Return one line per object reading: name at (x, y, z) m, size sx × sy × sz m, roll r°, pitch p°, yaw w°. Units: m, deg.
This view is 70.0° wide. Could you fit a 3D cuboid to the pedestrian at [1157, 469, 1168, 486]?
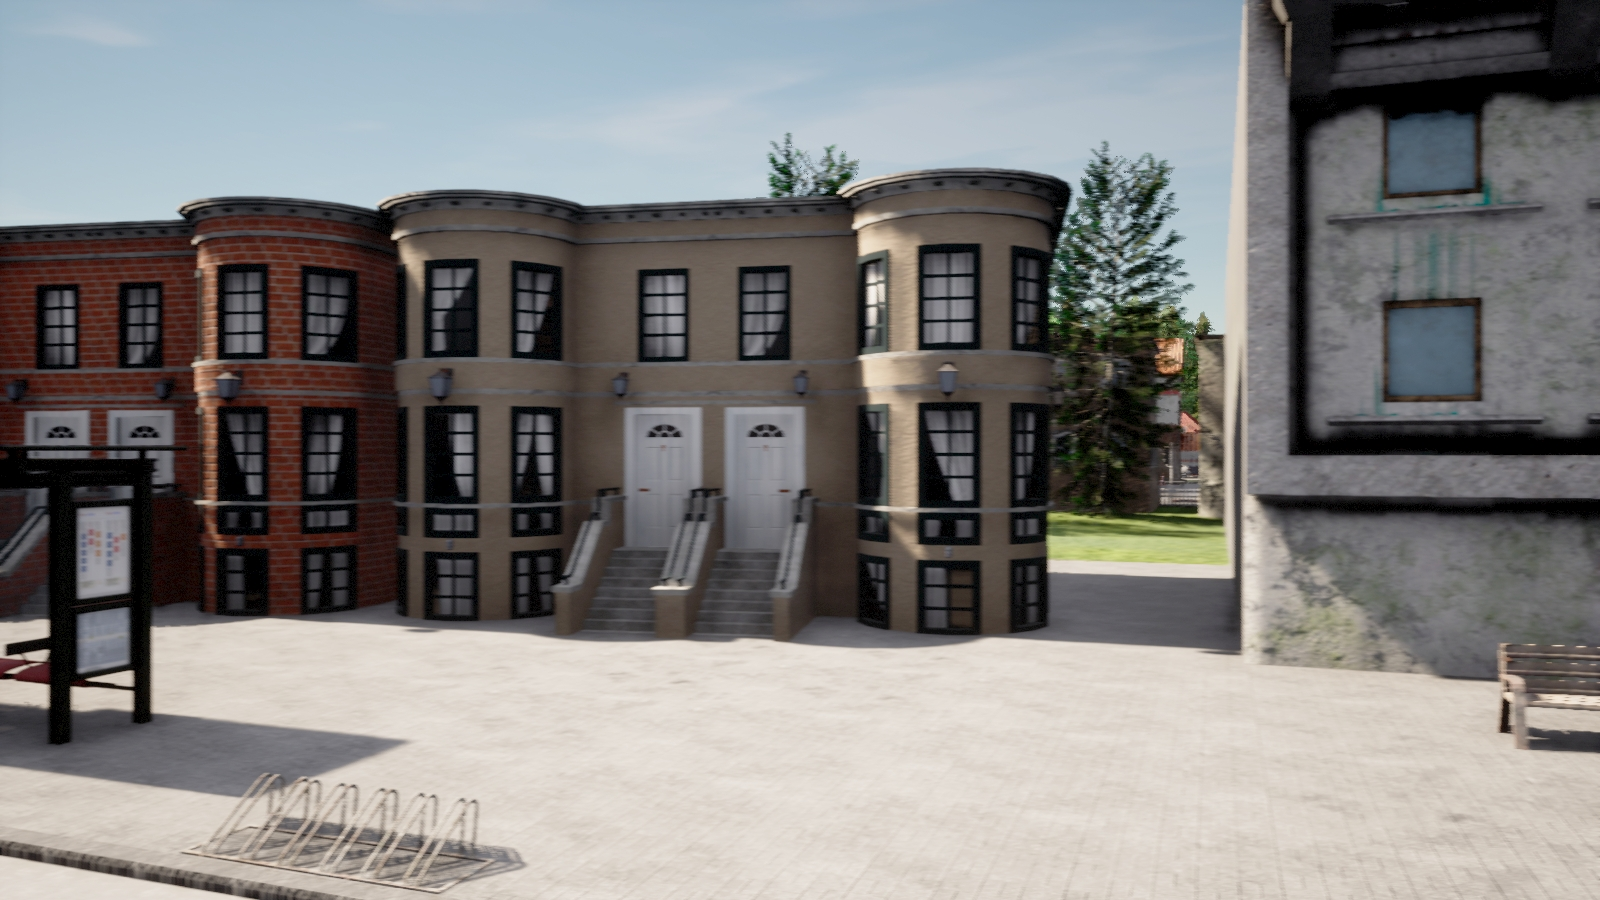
pedestrian at (23.198, 1.778, 73.184) m, size 0.500 × 1.100 × 0.500 m, roll 0°, pitch 0°, yaw -12°
